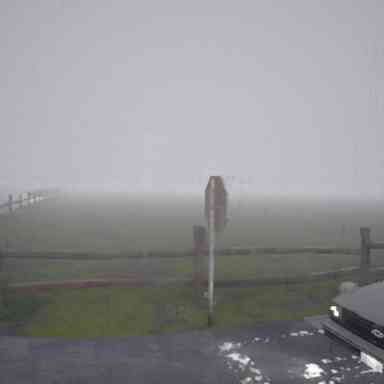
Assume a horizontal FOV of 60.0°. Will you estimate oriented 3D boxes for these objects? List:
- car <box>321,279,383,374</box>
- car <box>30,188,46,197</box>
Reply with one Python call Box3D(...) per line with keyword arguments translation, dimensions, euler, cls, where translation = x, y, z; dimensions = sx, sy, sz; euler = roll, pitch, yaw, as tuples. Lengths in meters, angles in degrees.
Box3D(translation=(4.474, 1.486, 4.513), dimensions=(5.357, 1.411, 2.033), euler=(0, 2, -20), cls="car")
Box3D(translation=(-24.647, 0.068, 53.288), dimensions=(1.994, 1.385, 4.181), euler=(0, 1, -18), cls="car")
